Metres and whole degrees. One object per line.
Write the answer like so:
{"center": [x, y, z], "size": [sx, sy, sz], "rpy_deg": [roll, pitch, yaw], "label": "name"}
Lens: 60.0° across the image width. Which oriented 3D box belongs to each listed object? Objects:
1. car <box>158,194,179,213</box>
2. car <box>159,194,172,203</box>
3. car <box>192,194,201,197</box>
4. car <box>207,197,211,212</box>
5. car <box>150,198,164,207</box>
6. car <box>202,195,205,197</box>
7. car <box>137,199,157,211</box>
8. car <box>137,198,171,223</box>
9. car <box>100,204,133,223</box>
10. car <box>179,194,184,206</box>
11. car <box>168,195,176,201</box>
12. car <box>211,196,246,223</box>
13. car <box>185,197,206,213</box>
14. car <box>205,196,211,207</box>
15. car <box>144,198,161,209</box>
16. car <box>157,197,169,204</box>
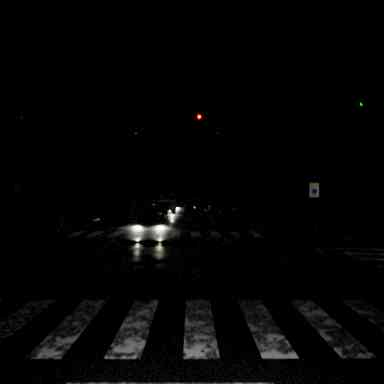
{"center": [-2.930, 1.240, 37.549], "size": [2.150, 2.045, 5.566], "rpy_deg": [0, 0, 0], "label": "car"}
{"center": [-5.444, 1.361, 69.006], "size": [2.192, 1.841, 5.009], "rpy_deg": [0, 0, 0], "label": "car"}
{"center": [0.378, 1.565, 63.141], "size": [1.812, 1.442, 4.674], "rpy_deg": [0, 0, 0], "label": "car"}
{"center": [2.928, 1.581, 36.232], "size": [1.947, 1.339, 4.313], "rpy_deg": [0, 0, 0], "label": "car"}
{"center": [-5.521, 1.612, 52.635], "size": [1.802, 1.307, 4.206], "rpy_deg": [0, 0, 0], "label": "car"}
{"center": [3.005, 1.470, 52.602], "size": [1.967, 1.590, 4.097], "rpy_deg": [0, 0, 0], "label": "car"}
{"center": [-5.572, 1.571, 41.721], "size": [2.008, 1.369, 4.403], "rpy_deg": [0, 0, 0], "label": "car"}
{"center": [-2.984, 1.484, 25.752], "size": [1.882, 1.535, 5.008], "rpy_deg": [0, 0, 0], "label": "car"}
{"center": [-5.648, 1.571, 25.350], "size": [1.947, 1.339, 4.313], "rpy_deg": [0, 0, 0], "label": "car"}
{"center": [-2.827, 1.522, 52.262], "size": [2.128, 1.511, 4.902], "rpy_deg": [0, 0, 1], "label": "car"}
{"center": [-5.342, 1.515, 90.834], "size": [1.967, 1.590, 4.097], "rpy_deg": [0, 0, 0], "label": "car"}
{"center": [2.877, 1.321, 25.320], "size": [2.192, 1.841, 5.009], "rpy_deg": [0, 0, 0], "label": "car"}
{"center": [0.269, 1.579, 36.954], "size": [1.994, 1.385, 4.181], "rpy_deg": [0, 0, 0], "label": "car"}
{"center": [2.954, 1.571, 41.688], "size": [2.008, 1.369, 4.403], "rpy_deg": [0, 0, 0], "label": "car"}
{"center": [-5.546, 1.607, 47.178], "size": [1.802, 1.307, 4.206], "rpy_deg": [0, 0, 0], "label": "car"}
{"center": [-5.470, 1.622, 63.549], "size": [1.802, 1.307, 4.206], "rpy_deg": [0, 0, 0], "label": "car"}
